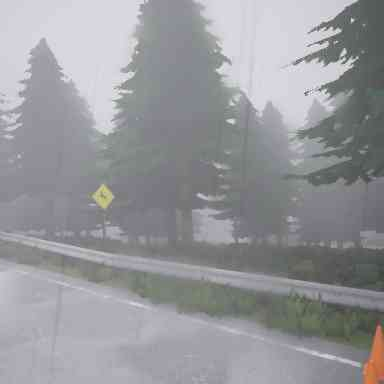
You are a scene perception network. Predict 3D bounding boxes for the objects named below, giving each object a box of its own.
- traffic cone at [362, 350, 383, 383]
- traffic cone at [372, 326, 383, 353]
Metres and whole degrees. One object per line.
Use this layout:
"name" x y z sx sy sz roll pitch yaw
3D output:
"traffic cone" 1.777 1.956 3.286 0.340 0.580 0.340 0 0 34
"traffic cone" 2.323 1.956 4.120 0.340 0.580 0.340 0 0 34
